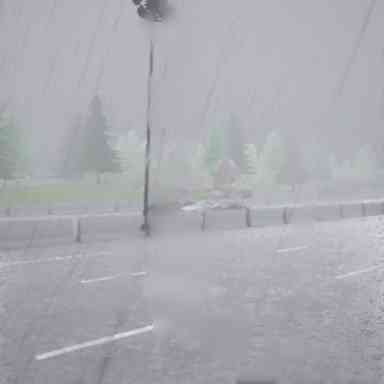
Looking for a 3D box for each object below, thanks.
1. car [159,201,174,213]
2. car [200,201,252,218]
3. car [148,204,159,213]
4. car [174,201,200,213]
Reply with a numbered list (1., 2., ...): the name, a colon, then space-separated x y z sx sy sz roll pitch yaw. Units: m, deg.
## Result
1. car: -0.715 1.581 33.473 4.181 1.385 1.994 0 0 -36
2. car: 3.121 1.569 27.612 4.181 1.385 1.994 0 0 -35
3. car: -2.742 1.617 36.324 4.718 1.301 1.895 0 0 -35
4. car: 1.010 1.535 30.406 4.674 1.442 1.812 0 0 -35
